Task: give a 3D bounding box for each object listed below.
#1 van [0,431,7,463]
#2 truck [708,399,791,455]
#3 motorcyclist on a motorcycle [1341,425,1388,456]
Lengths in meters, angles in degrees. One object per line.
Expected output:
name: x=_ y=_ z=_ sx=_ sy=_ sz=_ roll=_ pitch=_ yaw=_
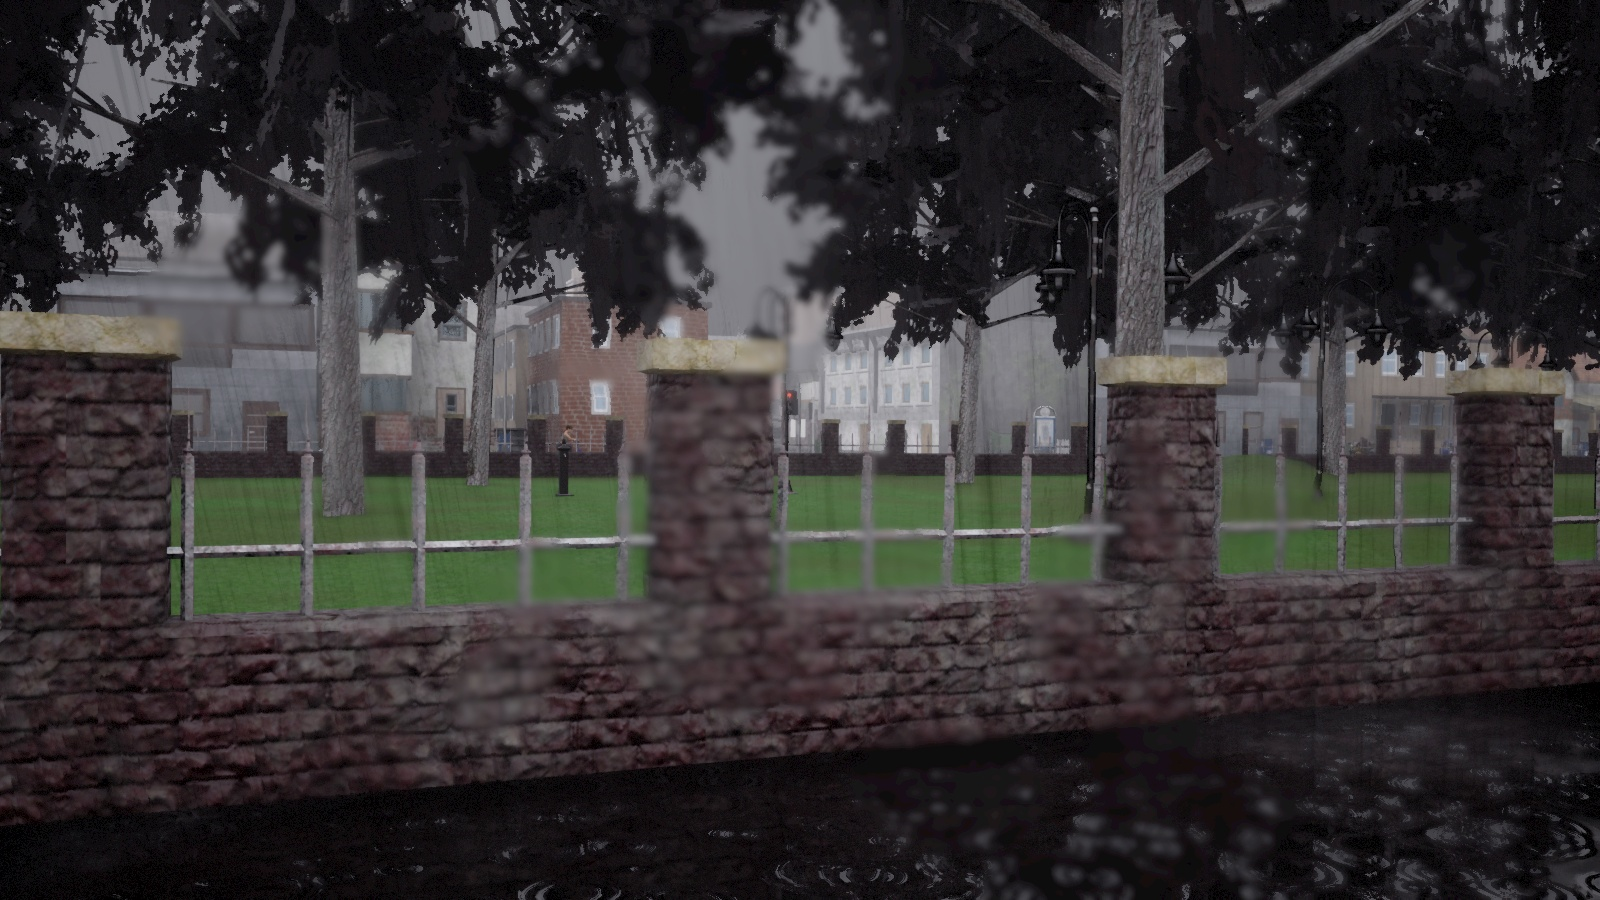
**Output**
van: x=-50.693 y=-0.168 z=77.829 sx=1.775 sy=1.987 sz=4.442 roll=-1 pitch=1 yaw=-21
truck: x=-3.368 y=-1.466 z=81.032 sx=2.891 sy=3.462 sz=7.936 roll=-1 pitch=1 yaw=-21
motorcyclist on a motorcycle: x=28.501 y=-0.507 z=63.443 sx=2.191 sy=1.530 sz=0.866 roll=-1 pitch=1 yaw=-21
